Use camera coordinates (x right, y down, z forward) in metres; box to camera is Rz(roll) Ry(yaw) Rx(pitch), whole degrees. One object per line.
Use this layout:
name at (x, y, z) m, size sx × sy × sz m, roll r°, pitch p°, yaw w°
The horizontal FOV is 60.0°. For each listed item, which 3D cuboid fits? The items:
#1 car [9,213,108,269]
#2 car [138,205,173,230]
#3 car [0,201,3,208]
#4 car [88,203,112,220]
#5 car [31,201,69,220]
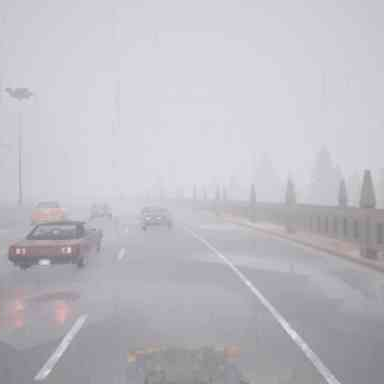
car at (-4.256, 1.626, 11.270) m, size 1.895 × 1.301 × 4.718 m, roll 0°, pitch 0°, yaw -6°
car at (-2.441, 1.576, 21.612) m, size 2.033 × 1.411 × 5.357 m, roll 0°, pitch 0°, yaw -12°
car at (-29.823, 1.798, 50.290) m, size 1.837 × 1.490 × 4.892 m, roll 0°, pitch 0°, yaw -33°
car at (-7.996, 1.623, 29.019) m, size 2.033 × 1.411 × 5.357 m, roll 0°, pitch 0°, yaw -17°
car at (-10.535, 1.437, 24.967) m, size 2.097 × 1.767 × 4.553 m, roll 0°, pitch 0°, yaw -14°
